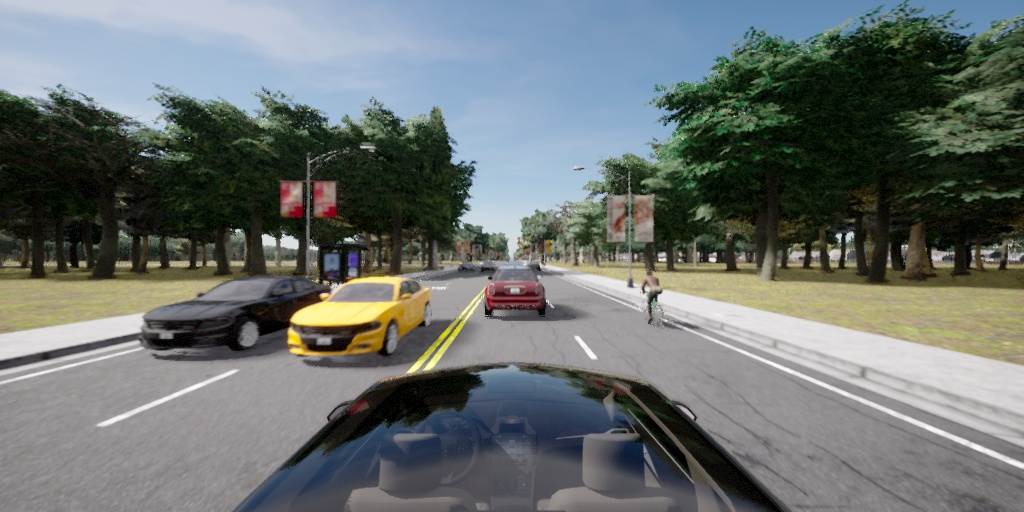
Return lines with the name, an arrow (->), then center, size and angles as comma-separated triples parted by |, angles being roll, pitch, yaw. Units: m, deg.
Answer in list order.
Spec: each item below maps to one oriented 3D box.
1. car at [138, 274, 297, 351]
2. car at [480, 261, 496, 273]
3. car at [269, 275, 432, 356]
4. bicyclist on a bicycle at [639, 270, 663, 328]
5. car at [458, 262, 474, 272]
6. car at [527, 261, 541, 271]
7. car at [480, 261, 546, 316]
car -> -6.598, 1.267, 9.344 | 1.882, 1.535, 5.008 | 0, 0, 0
car -> -3.315, 1.509, 50.063 | 1.837, 1.490, 4.892 | 0, 0, 0
car -> -3.349, 1.265, 8.897 | 1.882, 1.535, 5.008 | 0, 0, 0
bicyclist on a bicycle -> 4.146, 1.249, 10.667 | 0.582, 1.620, 1.656 | 0, -1, 0
car -> -6.559, 1.577, 51.585 | 1.994, 1.385, 4.181 | 0, 0, 0
car -> 3.368, 1.561, 55.722 | 1.812, 1.442, 4.674 | 0, -1, 0
car -> 0.104, 1.164, 13.802 | 2.097, 1.767, 4.553 | 0, 0, 0
